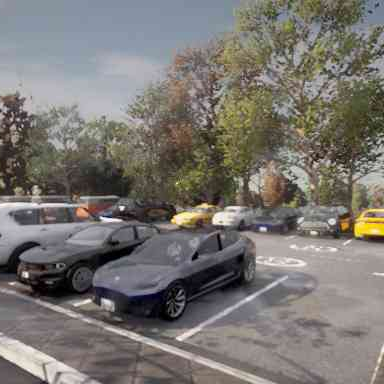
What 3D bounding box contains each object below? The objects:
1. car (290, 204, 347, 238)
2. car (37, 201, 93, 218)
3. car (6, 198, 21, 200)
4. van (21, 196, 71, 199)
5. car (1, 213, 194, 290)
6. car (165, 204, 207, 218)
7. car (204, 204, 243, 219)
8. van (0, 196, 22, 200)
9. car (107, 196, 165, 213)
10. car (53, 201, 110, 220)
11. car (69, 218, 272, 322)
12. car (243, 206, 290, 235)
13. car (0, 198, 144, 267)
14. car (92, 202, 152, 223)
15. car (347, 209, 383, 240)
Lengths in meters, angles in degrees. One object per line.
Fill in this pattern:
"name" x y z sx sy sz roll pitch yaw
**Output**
"car" 7.498 1.484 18.685 2.185 1.767 4.553 0 0 36
"car" -12.564 1.684 33.263 2.163 1.488 4.792 -1 0 36
"car" -17.057 1.699 36.500 2.097 1.535 5.008 -1 0 36
"van" -14.872 1.450 34.771 1.878 1.987 4.442 -1 0 36
"car" -2.353 1.621 9.643 2.097 1.535 5.008 0 0 36
"car" 0.749 1.615 23.322 1.946 1.575 5.366 0 0 36
"car" 3.097 1.655 21.842 2.002 1.452 4.674 0 0 36
"van" -19.234 1.501 38.219 1.878 1.987 4.442 -1 0 36
"car" -3.607 1.372 26.753 2.435 2.045 5.566 0 0 36
"car" -10.429 1.670 31.711 2.163 1.488 4.792 0 0 36
"car" -0.127 1.648 7.983 2.163 1.488 4.792 0 0 36
"car" 5.322 1.642 20.191 2.163 1.488 4.792 0 0 36
"car" -4.585 1.373 11.294 2.435 2.045 5.566 0 0 36
"car" -5.880 1.656 28.335 2.163 1.488 4.792 0 0 36
"car" 9.718 1.607 17.026 2.097 1.535 5.008 0 0 36
